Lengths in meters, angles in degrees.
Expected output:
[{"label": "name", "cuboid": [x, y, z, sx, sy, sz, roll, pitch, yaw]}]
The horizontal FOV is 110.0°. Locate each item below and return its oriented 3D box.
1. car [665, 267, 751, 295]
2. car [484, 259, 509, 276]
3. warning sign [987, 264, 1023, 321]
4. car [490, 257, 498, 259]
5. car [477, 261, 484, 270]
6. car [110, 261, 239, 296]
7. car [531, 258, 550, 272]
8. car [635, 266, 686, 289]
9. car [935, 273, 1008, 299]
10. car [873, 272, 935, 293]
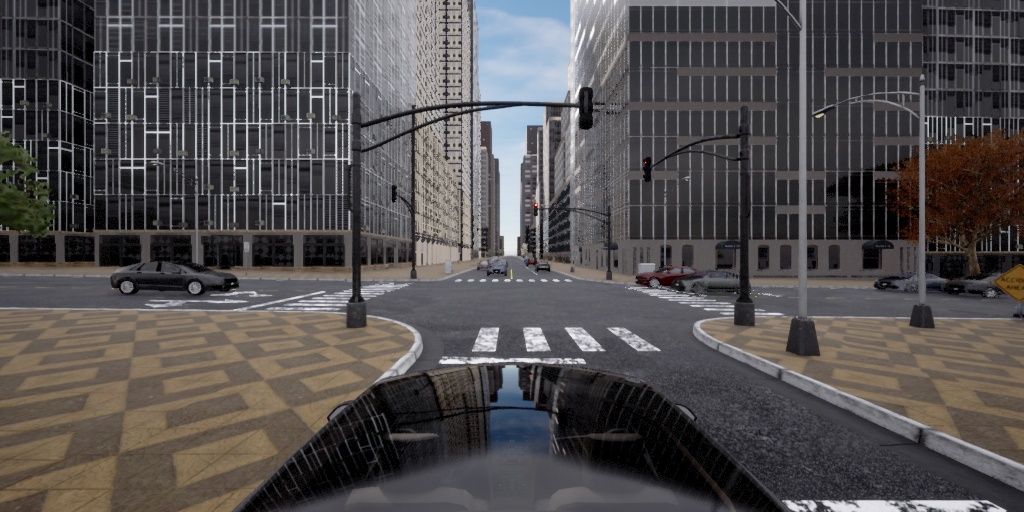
[{"label": "car", "cuboid": [11.825, 1.552, 21.404, 4.181, 1.385, 1.994, 1, 0, -3]}, {"label": "car", "cuboid": [-1.516, 1.331, 37.060, 1.994, 1.385, 4.181, 0, 0, 0]}, {"label": "warning sign", "cuboid": [17.269, 1.204, 12.200, 1.060, 1.860, 1.300, 0, 0, -3]}, {"label": "car", "cuboid": [-1.564, 1.268, 47.665, 1.837, 1.490, 4.892, 0, 0, 0]}, {"label": "car", "cuboid": [-4.053, 1.343, 51.484, 1.802, 1.307, 4.207, 0, 0, 0]}, {"label": "car", "cuboid": [-15.514, 0.995, 16.668, 4.892, 1.490, 1.837, 1, 0, -3]}, {"label": "car", "cuboid": [3.903, 1.329, 45.995, 1.948, 1.339, 4.313, 0, 0, 0]}, {"label": "car", "cuboid": [11.154, 1.453, 24.816, 5.008, 1.535, 1.882, 1, 0, 1]}, {"label": "car", "cuboid": [29.831, 1.815, 22.247, 4.892, 1.490, 1.837, 1, 0, -3]}, {"label": "car", "cuboid": [28.353, 1.847, 25.432, 4.181, 1.385, 1.994, 1, 0, -3]}]
